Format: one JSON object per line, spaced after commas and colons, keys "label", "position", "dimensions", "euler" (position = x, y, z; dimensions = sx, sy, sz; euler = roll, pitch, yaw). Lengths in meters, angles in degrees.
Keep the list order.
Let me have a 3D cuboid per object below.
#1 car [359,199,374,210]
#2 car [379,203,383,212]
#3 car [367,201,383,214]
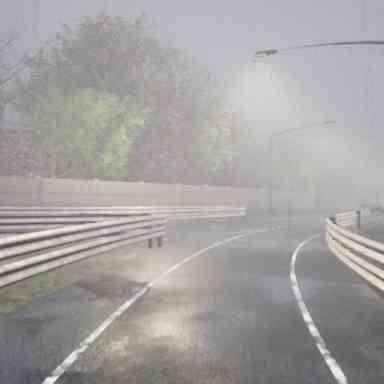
{"label": "car", "position": [33.612, 2.428, 63.677], "dimensions": [2.150, 2.045, 5.566], "euler": [1, -1, 37]}
{"label": "car", "position": [35.235, 2.799, 60.015], "dimensions": [1.837, 1.490, 4.892], "euler": [1, -1, 37]}
{"label": "car", "position": [29.298, 2.643, 52.092], "dimensions": [1.837, 1.490, 4.892], "euler": [1, -1, 37]}
